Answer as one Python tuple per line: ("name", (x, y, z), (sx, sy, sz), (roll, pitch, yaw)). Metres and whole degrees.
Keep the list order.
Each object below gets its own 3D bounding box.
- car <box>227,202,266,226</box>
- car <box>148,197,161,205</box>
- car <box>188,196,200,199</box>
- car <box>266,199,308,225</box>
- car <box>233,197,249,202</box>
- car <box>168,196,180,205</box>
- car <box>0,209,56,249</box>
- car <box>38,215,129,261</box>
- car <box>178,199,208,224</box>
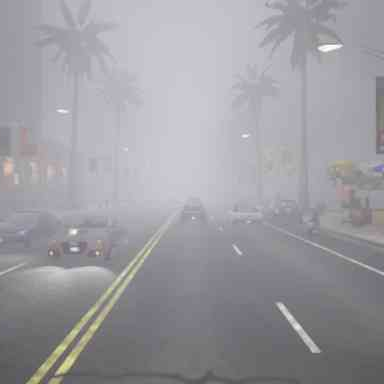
("car", (3.600, 1.589, 23.422), (1.895, 1.301, 4.718), (0, 0, 0))
("car", (-6.640, 1.530, 60.275), (2.033, 1.411, 5.357), (0, 0, 1))
("car", (0.251, 1.331, 41.083), (2.097, 1.767, 4.553), (0, 0, 1))
("car", (6.598, 1.342, 24.872), (2.185, 1.767, 4.553), (0, 0, 0))
("car", (6.906, 1.490, 46.801), (2.161, 1.482, 4.786), (0, 0, 0))
("car", (-3.150, 1.483, 59.802), (1.837, 1.490, 4.892), (0, 0, 1))
("car", (-7.099, 1.518, 14.555), (1.812, 1.442, 4.674), (0, 0, 0))
("car", (-3.599, 1.558, 12.157), (1.994, 1.385, 4.181), (0, 0, 0))
("car", (0.103, 1.492, 24.616), (1.837, 1.490, 4.892), (0, 0, 0))
